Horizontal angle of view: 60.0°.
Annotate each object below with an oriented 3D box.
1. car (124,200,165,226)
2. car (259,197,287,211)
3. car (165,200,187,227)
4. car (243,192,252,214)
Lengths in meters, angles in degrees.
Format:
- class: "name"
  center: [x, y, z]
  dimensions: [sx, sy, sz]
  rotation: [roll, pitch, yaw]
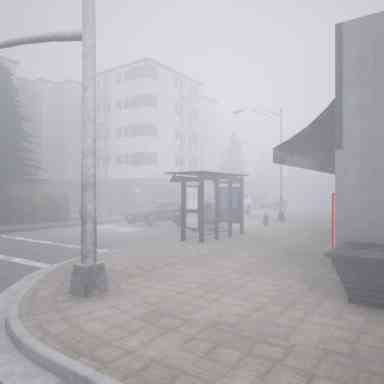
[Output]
- class: "car"
  center: [-2.368, 1.328, 22.203]
  dimensions: [1.837, 1.490, 4.892]
  rotation: [0, 0, 36]
- class: "car"
  center: [9.456, 1.301, 38.604]
  dimensions: [1.882, 1.535, 5.008]
  rotation: [0, 0, 36]
- class: "car"
  center: [0.771, 1.328, 20.204]
  dimensions: [1.837, 1.490, 4.892]
  rotation: [0, 0, 36]
- class: "car"
  center: [3.515, 1.045, 30.387]
  dimensions: [2.150, 2.045, 5.566]
  rotation: [0, 0, 36]
